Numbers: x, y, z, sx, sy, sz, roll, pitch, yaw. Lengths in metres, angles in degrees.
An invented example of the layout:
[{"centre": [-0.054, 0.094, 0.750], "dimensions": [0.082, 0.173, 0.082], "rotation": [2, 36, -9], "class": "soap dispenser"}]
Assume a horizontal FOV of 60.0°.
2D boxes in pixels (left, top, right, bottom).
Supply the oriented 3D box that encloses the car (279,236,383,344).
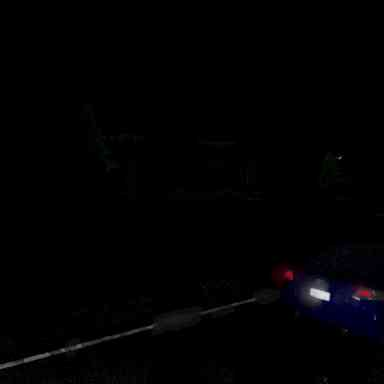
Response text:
[{"centre": [3.624, 1.563, 6.333], "dimensions": [4.181, 1.385, 1.994], "rotation": [0, 0, -35], "class": "car"}]
